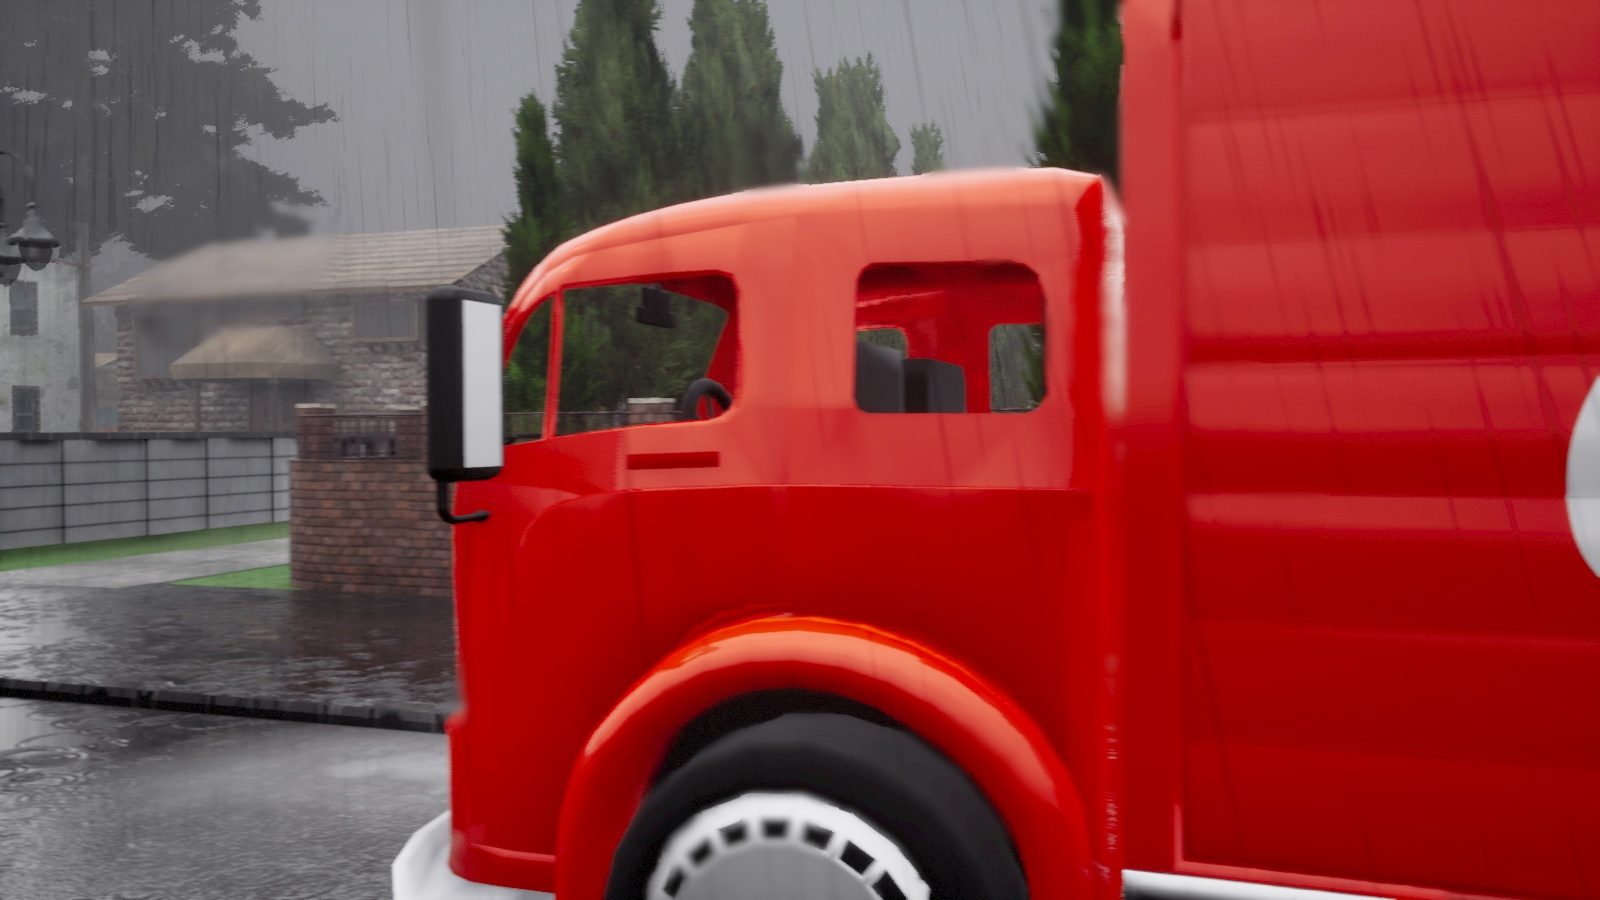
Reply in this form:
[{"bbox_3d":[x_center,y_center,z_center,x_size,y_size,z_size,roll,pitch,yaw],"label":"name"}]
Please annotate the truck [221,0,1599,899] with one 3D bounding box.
[{"bbox_3d":[1.620,0.295,3.169,5.204,2.467,2.627,1,1,19],"label":"truck"}]
